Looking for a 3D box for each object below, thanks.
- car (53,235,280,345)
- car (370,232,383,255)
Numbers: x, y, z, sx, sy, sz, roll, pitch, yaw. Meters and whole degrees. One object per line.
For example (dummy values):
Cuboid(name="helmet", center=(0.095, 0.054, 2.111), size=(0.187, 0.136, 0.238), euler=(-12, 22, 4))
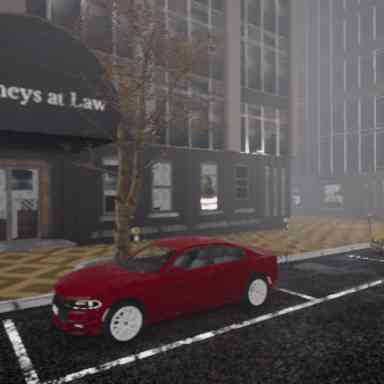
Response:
Cuboid(name="car", center=(-0.253, 1.569, 6.393), size=(4.507, 1.381, 1.887), euler=(1, -1, -35))
Cuboid(name="car", center=(8.619, 1.629, 12.725), size=(4.829, 1.417, 1.752), euler=(1, -1, -36))
